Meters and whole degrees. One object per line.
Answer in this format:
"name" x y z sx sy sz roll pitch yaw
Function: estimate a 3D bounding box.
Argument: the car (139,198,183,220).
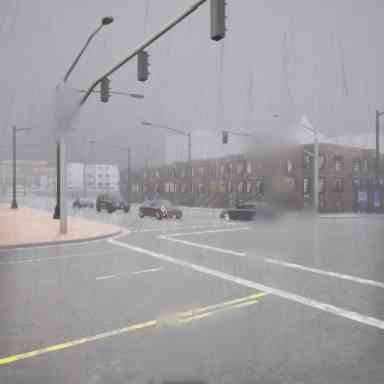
"car" -2.709 1.350 28.266 2.097 1.767 4.553 0 0 -35

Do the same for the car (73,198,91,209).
"car" -14.778 1.524 45.092 1.812 1.442 4.674 0 0 -36

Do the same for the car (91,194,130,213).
"car" -8.880 1.220 36.851 2.150 2.045 5.566 0 0 -36

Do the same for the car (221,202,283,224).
"car" 4.325 1.503 24.621 1.837 1.490 4.892 -4 3 -44
